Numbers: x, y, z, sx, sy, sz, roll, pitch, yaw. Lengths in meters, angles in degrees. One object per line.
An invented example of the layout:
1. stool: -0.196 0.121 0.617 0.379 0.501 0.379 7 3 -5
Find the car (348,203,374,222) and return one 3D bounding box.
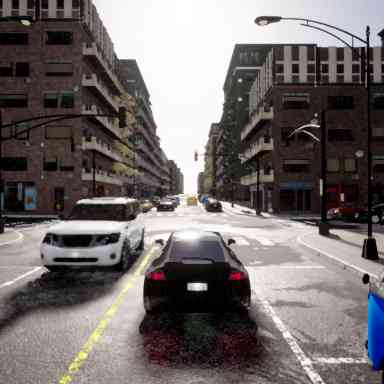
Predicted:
1. car: 15.063 1.636 25.552 4.892 1.490 1.837 0 -1 0

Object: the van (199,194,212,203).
1. van: 2.604 1.365 56.882 1.690 1.788 3.998 1 0 0

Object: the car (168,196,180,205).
1. car: -3.178 1.503 60.028 1.882 1.535 5.008 0 0 0

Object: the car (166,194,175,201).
1. car: -5.839 1.484 90.724 1.967 1.590 4.097 1 0 0

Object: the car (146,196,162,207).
1. car: -5.768 1.461 51.225 1.967 1.590 4.097 1 0 0

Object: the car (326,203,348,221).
1. car: 13.591 1.609 28.160 4.097 1.590 1.967 0 -1 1

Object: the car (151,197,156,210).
1. car: -5.748 1.541 39.769 1.752 1.417 4.829 1 0 0

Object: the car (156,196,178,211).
1. car: -3.173 1.580 40.934 1.994 1.385 4.181 0 0 0

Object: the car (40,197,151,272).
1. car: -2.916 1.225 11.142 2.150 2.045 5.566 0 0 1

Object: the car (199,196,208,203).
1. car: 2.569 1.615 73.810 1.802 1.307 4.206 1 0 0

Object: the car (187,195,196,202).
1. car: -0.146 1.562 80.485 2.128 1.511 4.902 0 0 0

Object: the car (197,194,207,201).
1. car: 2.553 1.355 85.095 2.192 1.841 5.009 1 0 0

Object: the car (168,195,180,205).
1. car: -3.186 1.498 49.651 1.882 1.535 5.008 0 0 0

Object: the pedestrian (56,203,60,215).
1. pedestrian: -12.596 1.598 31.362 0.500 1.100 0.500 0 -1 1

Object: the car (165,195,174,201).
1. car: -5.831 1.591 85.080 2.008 1.369 4.403 1 0 0

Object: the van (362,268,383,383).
1. van: 2.670 1.342 2.008 1.690 1.788 3.998 1 0 0

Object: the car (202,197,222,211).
1. car: 2.631 1.581 39.955 1.947 1.339 4.313 1 0 0

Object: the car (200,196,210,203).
1. car: 2.580 1.555 68.338 1.752 1.417 4.829 1 0 0

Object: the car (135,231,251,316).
1. car: 0.087 1.566 7.610 1.994 1.385 4.181 0 0 0

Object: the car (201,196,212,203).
1. car: 2.620 1.569 45.598 2.008 1.369 4.403 1 0 0

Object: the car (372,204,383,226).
1. car: 13.502 1.584 19.778 4.313 1.339 1.947 0 -1 1

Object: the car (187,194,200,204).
1. car: -0.013 1.504 62.741 1.882 1.535 5.008 0 0 0

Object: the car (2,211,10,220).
1. car: -15.109 1.506 22.584 4.718 1.301 1.895 0 -1 2

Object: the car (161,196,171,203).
1. car: -5.810 1.578 73.795 1.887 1.381 4.507 1 0 0
